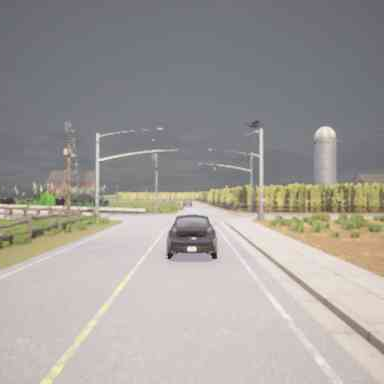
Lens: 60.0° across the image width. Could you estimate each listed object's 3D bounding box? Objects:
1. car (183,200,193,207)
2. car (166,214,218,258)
[{"bbox_3d":[-0.847,2.285,65.484,1.812,1.442,4.674,0,-1,-2],"label":"car"},{"bbox_3d":[0.012,1.658,13.493,1.837,1.490,4.892,0,0,0],"label":"car"}]
